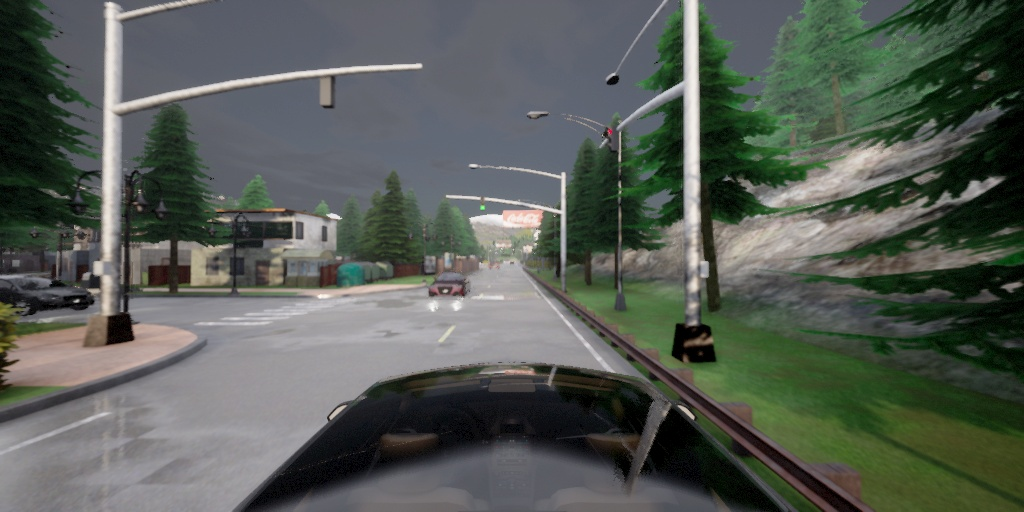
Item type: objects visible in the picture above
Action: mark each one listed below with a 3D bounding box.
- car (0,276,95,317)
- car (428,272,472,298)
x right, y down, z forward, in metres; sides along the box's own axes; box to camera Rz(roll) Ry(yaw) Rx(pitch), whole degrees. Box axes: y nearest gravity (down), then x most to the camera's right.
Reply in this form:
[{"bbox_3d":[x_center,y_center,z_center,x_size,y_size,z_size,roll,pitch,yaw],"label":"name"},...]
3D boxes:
[{"bbox_3d":[-19.974,1.573,14.651,4.892,1.490,1.837,0,-1,5],"label":"car"},{"bbox_3d":[-3.492,1.625,20.695,1.994,1.385,4.181,0,1,0],"label":"car"}]
